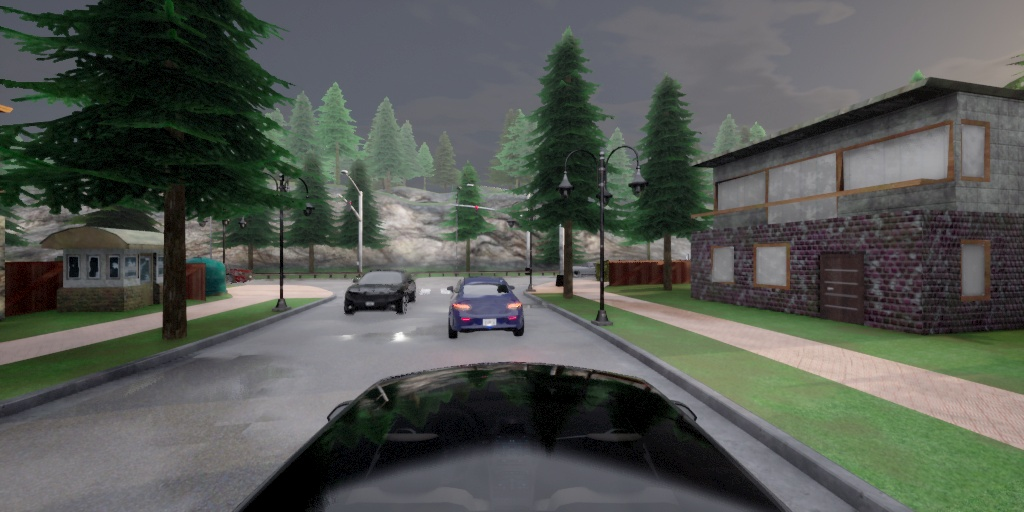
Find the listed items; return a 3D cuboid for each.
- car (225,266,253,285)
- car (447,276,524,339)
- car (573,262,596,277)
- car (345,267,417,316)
[{"bbox_3d":[-19.422,1.070,22.753,5.008,1.535,1.882,0,0,-12],"label":"car"},{"bbox_3d":[-0.834,1.276,10.086,1.812,1.442,4.674,0,0,-9],"label":"car"},{"bbox_3d":[6.873,1.194,32.218,4.718,1.301,1.895,0,0,-12],"label":"car"},{"bbox_3d":[-4.808,1.228,13.711,1.882,1.535,5.008,0,0,-8],"label":"car"}]
